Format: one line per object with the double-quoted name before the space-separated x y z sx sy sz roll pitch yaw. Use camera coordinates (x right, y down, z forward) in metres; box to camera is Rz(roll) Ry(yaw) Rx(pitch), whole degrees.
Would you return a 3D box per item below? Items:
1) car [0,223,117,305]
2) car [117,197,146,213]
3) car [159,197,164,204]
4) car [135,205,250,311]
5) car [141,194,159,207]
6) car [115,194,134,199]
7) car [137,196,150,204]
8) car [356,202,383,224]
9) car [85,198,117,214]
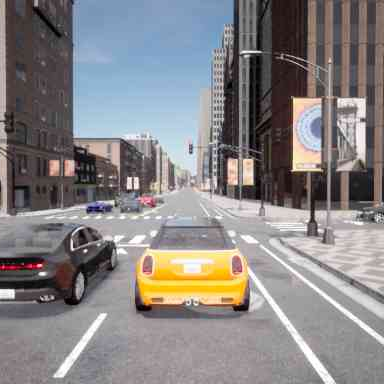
"car" -3.151 1.502 8.058 1.837 1.490 4.892 0 -1 0
"car" -6.591 1.580 36.743 1.994 1.385 4.181 0 0 0
"car" -6.521 1.594 64.866 1.994 1.385 4.181 0 0 0
"car" 0.013 1.351 7.909 2.097 1.767 4.553 0 0 0
"car" -6.586 1.248 49.463 2.150 2.045 5.566 0 0 0
"car" -9.820 1.248 48.791 2.150 2.045 5.566 0 0 1
"car" -9.745 1.595 67.410 1.994 1.385 4.181 0 0 0
"car" 14.283 1.396 23.575 4.902 1.511 2.128 0 1 0
"car" -9.840 1.616 35.585 1.895 1.301 4.718 0 0 0
